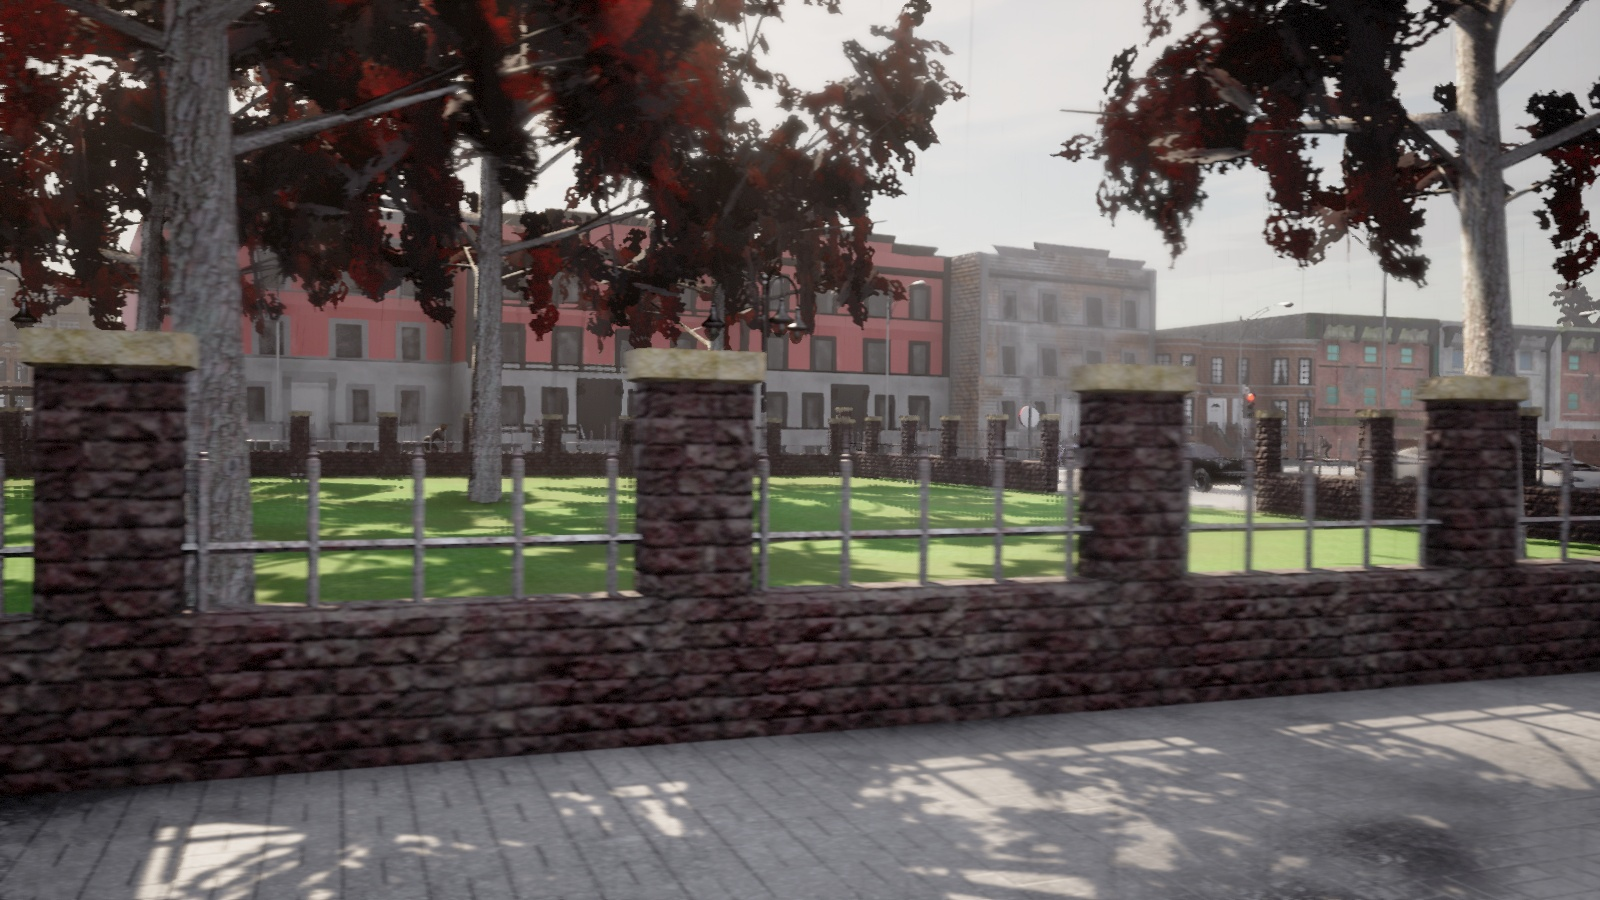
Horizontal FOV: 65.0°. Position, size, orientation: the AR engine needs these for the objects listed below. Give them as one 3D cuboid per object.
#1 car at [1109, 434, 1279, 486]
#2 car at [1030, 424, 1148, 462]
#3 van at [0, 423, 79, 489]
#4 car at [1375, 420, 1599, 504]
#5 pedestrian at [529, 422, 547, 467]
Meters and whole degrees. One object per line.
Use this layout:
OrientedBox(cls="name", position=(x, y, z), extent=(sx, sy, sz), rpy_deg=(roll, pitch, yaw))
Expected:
OrientedBox(cls="car", position=(10.782, 0.223, 34.785), extent=(1.895, 1.301, 4.718), rpy_deg=(-1, 1, -22))
OrientedBox(cls="car", position=(13.079, -0.328, 56.882), extent=(4.856, 1.649, 2.033), rpy_deg=(-1, 1, -20))
OrientedBox(cls="van", position=(-24.876, 0.193, 38.575), extent=(4.442, 1.987, 1.775), rpy_deg=(-1, 1, -20))
OrientedBox(cls="car", position=(14.236, 0.182, 25.501), extent=(2.007, 1.525, 4.514), rpy_deg=(-1, 1, -22))
OrientedBox(cls="pedestrian", position=(-10.885, -0.223, 52.188), extent=(0.720, 1.854, 0.376), rpy_deg=(-1, 1, -12))
